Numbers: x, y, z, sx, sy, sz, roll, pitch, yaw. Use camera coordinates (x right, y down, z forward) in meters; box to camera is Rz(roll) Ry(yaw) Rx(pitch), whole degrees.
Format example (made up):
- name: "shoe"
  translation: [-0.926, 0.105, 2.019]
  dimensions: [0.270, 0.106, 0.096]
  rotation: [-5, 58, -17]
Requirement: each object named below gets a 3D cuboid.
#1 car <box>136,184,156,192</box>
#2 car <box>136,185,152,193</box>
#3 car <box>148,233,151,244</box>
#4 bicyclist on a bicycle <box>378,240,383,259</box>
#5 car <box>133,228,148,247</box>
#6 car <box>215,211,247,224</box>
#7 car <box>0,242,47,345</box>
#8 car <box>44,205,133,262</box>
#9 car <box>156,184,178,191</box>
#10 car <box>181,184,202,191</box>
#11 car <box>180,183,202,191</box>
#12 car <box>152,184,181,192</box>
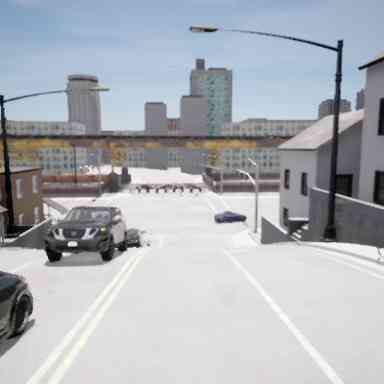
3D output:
- name: "car"
  translation: [-10.228, -0.977, 73.627]
  dimensions: [4.536, 1.218, 1.853]
  rotation: [7, 10, 41]
- name: "car"
  translation: [-10.189, -0.816, 73.614]
  dimensions: [4.974, 1.542, 2.038]
  rotation: [7, 10, 41]
- name: "car"
  translation: [-4.670, 3.960, 28.861]
  dimensions: [2.097, 1.767, 4.553]
  rotation: [-1, -10, -3]
- name: "bicyclist on a bicycle"
  translation: [6.737, 1.361, 10.612]
  dimensions: [1.656, 1.620, 0.582]
  rotation: [0, 0, -1]
- name: "car"
  translation: [-4.448, 3.327, 23.719]
  dimensions: [1.837, 1.490, 4.892]
  rotation: [-1, -13, -3]
- name: "car"
  translation: [5.125, 3.245, 44.032]
  dimensions: [4.181, 1.385, 1.994]
  rotation: [-3, 8, -17]
- name: "car"
  translation: [-3.683, 1.653, 4.042]
  dimensions: [1.994, 1.385, 4.181]
  rotation: [-1, -1, -2]
- name: "car"
  translation: [-4.003, 1.559, 13.612]
  dimensions: [2.150, 2.045, 5.566]
  rotation: [-1, -4, -2]
- name: "car"
  translation: [-5.544, -1.014, 73.794]
  dimensions: [4.536, 1.218, 1.853]
  rotation: [-6, 10, -38]
- name: "car"
  translation: [-0.248, -1.000, 74.748]
  dimensions: [4.974, 1.542, 2.038]
  rotation: [4, 9, 26]
- name: "car"
  translation: [-0.295, -1.159, 74.750]
  dimensions: [4.536, 1.218, 1.853]
  rotation: [4, 9, 26]
- name: "car"
  translation: [-5.584, -0.853, 73.782]
  dimensions: [4.974, 1.542, 2.038]
  rotation: [-6, 10, -38]
